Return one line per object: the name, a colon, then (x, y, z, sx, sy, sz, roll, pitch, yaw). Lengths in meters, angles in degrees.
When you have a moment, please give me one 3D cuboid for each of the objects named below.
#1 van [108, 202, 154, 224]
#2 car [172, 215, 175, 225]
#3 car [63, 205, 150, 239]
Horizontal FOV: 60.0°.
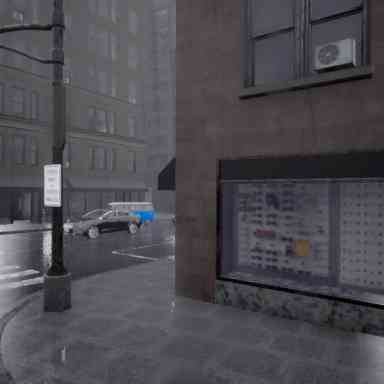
van: (-4.507, 1.636, 24.169, 1.690, 1.788, 3.998, -1, -1, 35)
car: (0.259, 1.947, 26.451, 1.994, 1.385, 4.181, 0, -1, 35)
car: (-4.995, 1.726, 18.987, 2.128, 1.511, 4.902, 0, -1, 35)
